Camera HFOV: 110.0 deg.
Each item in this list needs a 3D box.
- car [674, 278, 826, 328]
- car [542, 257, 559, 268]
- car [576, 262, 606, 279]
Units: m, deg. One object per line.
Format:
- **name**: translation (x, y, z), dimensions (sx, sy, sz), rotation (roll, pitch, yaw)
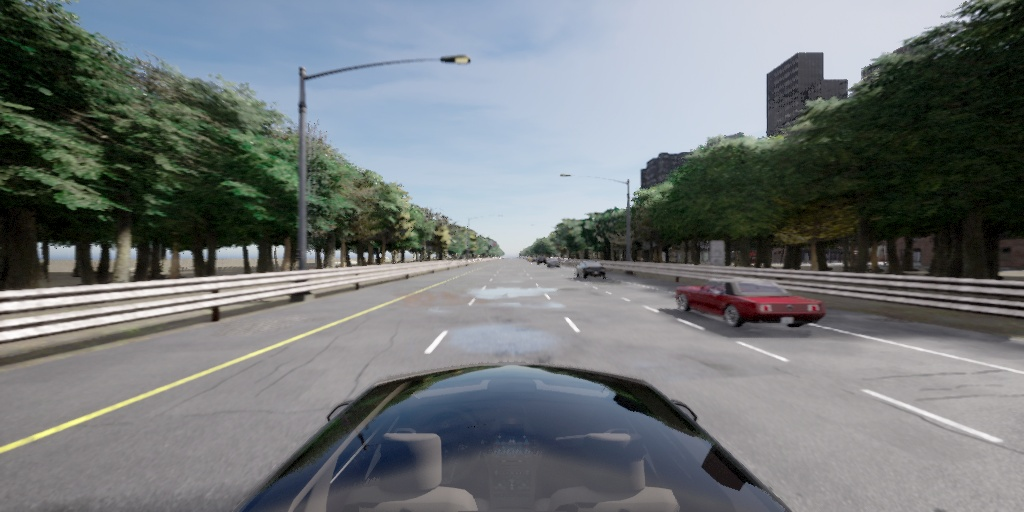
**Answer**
- **car**: translation (6.998, 1.355, 11.329), dimensions (1.895, 1.301, 4.718), rotation (0, 0, 0)
- **car**: translation (6.996, 1.288, 62.203), dimensions (2.128, 1.511, 4.902), rotation (0, 0, 0)
- **car**: translation (6.993, 1.240, 32.260), dimensions (1.882, 1.535, 5.008), rotation (0, 0, 0)
